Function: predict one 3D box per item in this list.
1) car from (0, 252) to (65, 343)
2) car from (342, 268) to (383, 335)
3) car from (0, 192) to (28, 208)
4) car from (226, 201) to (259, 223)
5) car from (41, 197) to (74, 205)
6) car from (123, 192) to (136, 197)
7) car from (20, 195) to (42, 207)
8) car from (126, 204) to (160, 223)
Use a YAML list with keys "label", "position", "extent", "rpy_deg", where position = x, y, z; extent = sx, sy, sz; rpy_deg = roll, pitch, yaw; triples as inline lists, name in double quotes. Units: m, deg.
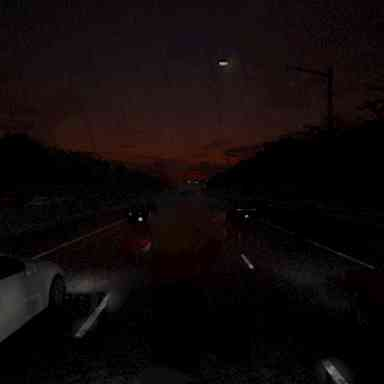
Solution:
- label: "car"
  position: [-3.400, 1.504, 4.648]
  extent: [1.812, 1.442, 4.674]
  rpy_deg: [0, 0, 0]
- label: "car"
  position: [3.600, 1.582, 3.810]
  extent: [1.895, 1.301, 4.718]
  rpy_deg: [0, 0, 0]
- label: "car"
  position: [-21.091, 1.060, 38.999]
  extent: [2.150, 2.045, 5.566]
  rpy_deg: [0, 0, 0]
- label: "car"
  position: [3.599, 1.384, 24.299]
  extent: [2.128, 1.511, 4.902]
  rpy_deg: [0, 0, 0]
- label: "car"
  position: [-14.094, 1.375, 35.994]
  extent: [1.812, 1.442, 4.674]
  rpy_deg: [0, 0, 0]
- label: "car"
  position: [-14.003, 0.913, 75.112]
  extent: [2.150, 2.045, 5.566]
  rpy_deg: [0, 0, 0]
- label: "car"
  position: [-17.592, 1.365, 38.629]
  extent: [1.812, 1.442, 4.674]
  rpy_deg: [0, 0, 0]
- label: "car"
  position: [-3.401, 1.494, 24.164]
  extent: [1.895, 1.301, 4.718]
  rpy_deg: [0, 0, 0]
